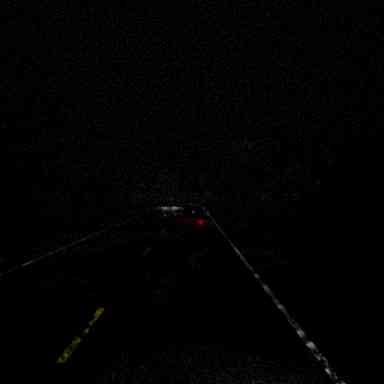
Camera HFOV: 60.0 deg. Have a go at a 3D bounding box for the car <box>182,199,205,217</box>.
[{"bbox_3d":[0.099,1.615,32.215,1.812,1.442,4.674,0,0,0],"label":"car"}]

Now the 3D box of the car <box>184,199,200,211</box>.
[{"bbox_3d":[0.031,1.668,44.115,2.033,1.411,5.357,0,0,1],"label":"car"}]

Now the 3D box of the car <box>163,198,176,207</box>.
[{"bbox_3d":[-3.557,1.672,54.798,1.812,1.442,4.674,0,0,0],"label":"car"}]
